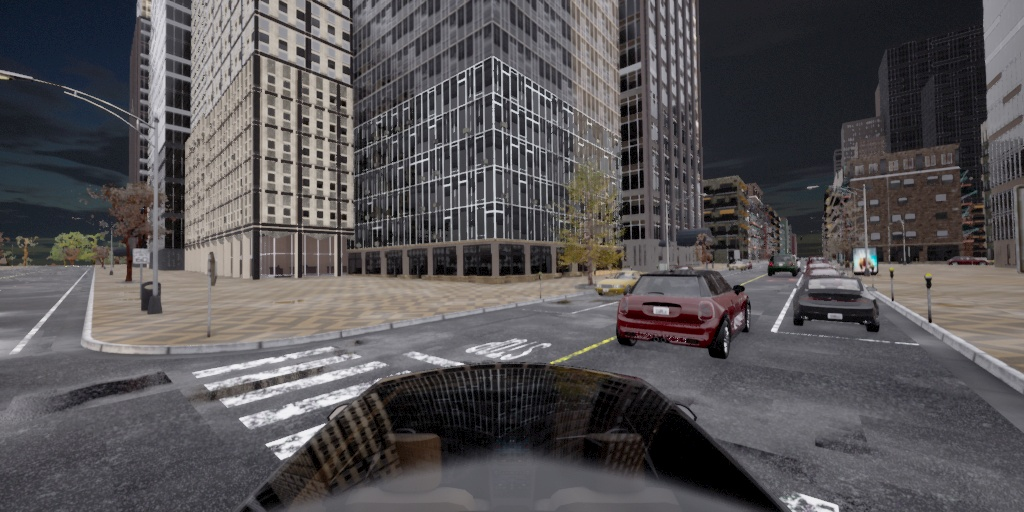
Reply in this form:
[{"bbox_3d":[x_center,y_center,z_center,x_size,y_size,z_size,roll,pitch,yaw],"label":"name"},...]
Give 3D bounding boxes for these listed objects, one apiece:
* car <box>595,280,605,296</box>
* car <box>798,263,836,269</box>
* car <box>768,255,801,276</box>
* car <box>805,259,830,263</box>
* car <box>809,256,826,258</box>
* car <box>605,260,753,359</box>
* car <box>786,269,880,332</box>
[{"bbox_3d":[6.269,1.396,19.856,1.751,1.417,4.829,0,0,40],"label":"car"},{"bbox_3d":[16.369,1.226,18.861,1.802,1.307,4.207,0,0,40],"label":"car"},{"bbox_3d":[26.384,0.896,34.913,2.150,2.045,5.566,-2,-1,40],"label":"car"},{"bbox_3d":[23.515,1.167,27.380,1.888,1.381,4.507,0,0,40],"label":"car"},{"bbox_3d":[34.233,0.903,40.157,2.192,1.841,5.009,0,0,40],"label":"car"},{"bbox_3d":[4.313,1.097,8.709,2.097,1.767,4.553,-2,-1,40],"label":"car"},{"bbox_3d":[9.223,1.217,10.342,2.007,1.370,4.403,0,0,40],"label":"car"}]
